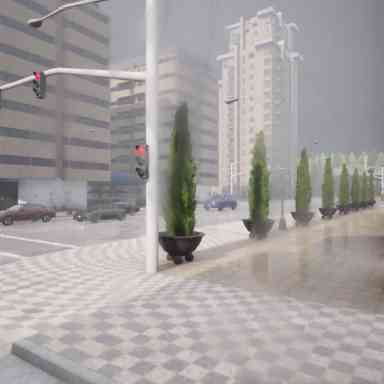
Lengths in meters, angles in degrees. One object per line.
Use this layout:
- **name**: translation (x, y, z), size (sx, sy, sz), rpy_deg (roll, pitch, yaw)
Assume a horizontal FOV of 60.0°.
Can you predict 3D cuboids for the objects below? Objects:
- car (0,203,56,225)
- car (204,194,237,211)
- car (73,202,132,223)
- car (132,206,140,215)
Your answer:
- **car**: translation (-12.429, 1.581, 24.602), size (1.812, 1.442, 4.674), rpy_deg (0, 0, 34)
- **car**: translation (3.674, 1.277, 41.836), size (2.150, 2.045, 5.566), rpy_deg (0, 0, 35)
- **car**: translation (-7.160, 1.619, 26.121), size (1.994, 1.385, 4.181), rpy_deg (0, 0, 35)
- **car**: translation (-7.288, 1.656, 32.109), size (1.895, 1.301, 4.718), rpy_deg (0, 0, 35)
